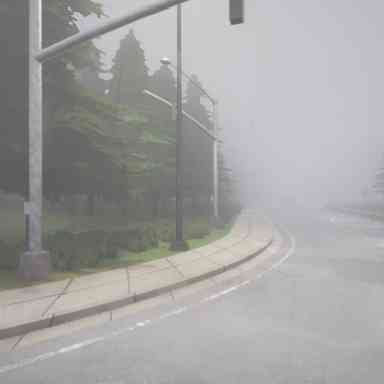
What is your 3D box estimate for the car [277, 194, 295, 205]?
[{"bbox_3d":[17.512,1.351,61.088,2.097,1.767,4.553,0,0,8],"label":"car"}]
